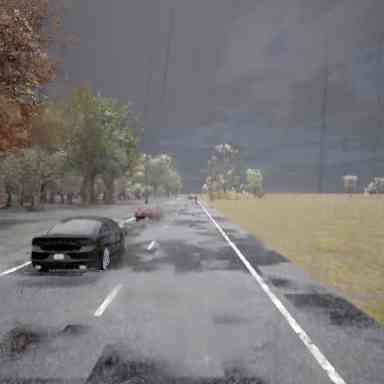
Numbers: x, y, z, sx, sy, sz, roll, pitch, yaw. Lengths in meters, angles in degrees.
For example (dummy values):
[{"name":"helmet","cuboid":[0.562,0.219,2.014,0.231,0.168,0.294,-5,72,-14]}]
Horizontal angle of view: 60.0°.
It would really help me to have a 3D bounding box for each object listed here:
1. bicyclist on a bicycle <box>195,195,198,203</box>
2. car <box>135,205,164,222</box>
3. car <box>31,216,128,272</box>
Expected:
[{"name":"bicyclist on a bicycle","cuboid":[0.966,1.643,74.613,0.659,1.776,1.843,0,0,0]},{"name":"car","cuboid":[-3.402,1.701,27.424,1.895,1.301,4.718,0,0,0]},{"name":"car","cuboid":[-3.404,1.518,10.996,1.882,1.535,5.008,0,0,0]}]
